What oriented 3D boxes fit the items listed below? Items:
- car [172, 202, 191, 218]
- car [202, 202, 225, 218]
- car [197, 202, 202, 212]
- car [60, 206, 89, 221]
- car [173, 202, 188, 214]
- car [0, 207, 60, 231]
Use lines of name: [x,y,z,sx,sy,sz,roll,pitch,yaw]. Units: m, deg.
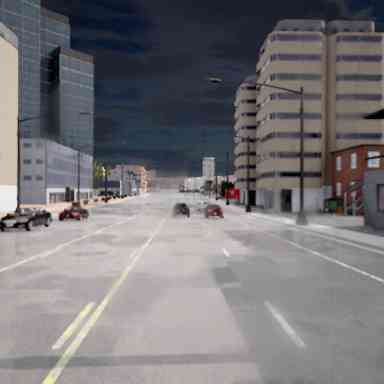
car: [-1.194,2.113,37.719,1.837,1.490,4.892,0,-1,-1]
car: [2.378,2.129,36.898,1.812,1.442,4.674,0,-1,-1]
car: [1.906,2.183,50.209,1.812,1.442,4.674,0,0,-2]
car: [-11.661,2.100,33.089,1.994,1.385,4.181,0,-1,-1]
car: [-1.589,2.207,47.769,2.033,1.411,5.357,0,0,-2]
car: [-11.345,1.833,23.035,2.128,1.511,4.902,0,-1,-2]
